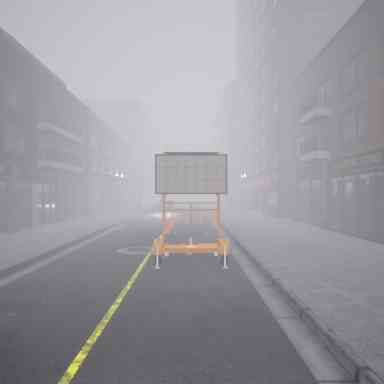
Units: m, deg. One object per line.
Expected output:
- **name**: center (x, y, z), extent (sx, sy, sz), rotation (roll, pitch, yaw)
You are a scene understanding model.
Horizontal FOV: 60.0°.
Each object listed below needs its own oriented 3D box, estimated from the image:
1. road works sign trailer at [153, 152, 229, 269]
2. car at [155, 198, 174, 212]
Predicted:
- **road works sign trailer**: center (-0.027, 0.467, 11.172), extent (2.380, 3.560, 2.880), rotation (0, 0, 0)
- **car**: center (-3.119, 1.512, 38.540), extent (2.128, 1.511, 4.902), rotation (0, 0, 0)
